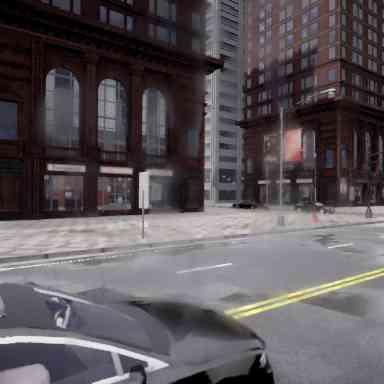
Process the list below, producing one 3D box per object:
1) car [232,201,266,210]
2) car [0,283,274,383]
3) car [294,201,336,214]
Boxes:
[{"bbox_3d":[7.689,1.822,45.010,1.895,1.301,4.718,1,-1,-35],"label":"car"},{"bbox_3d":[-1.471,1.492,2.396,4.902,1.511,2.128,0,0,-35],"label":"car"},{"bbox_3d":[13.499,1.701,36.834,1.812,1.442,4.674,1,-1,-36],"label":"car"}]
